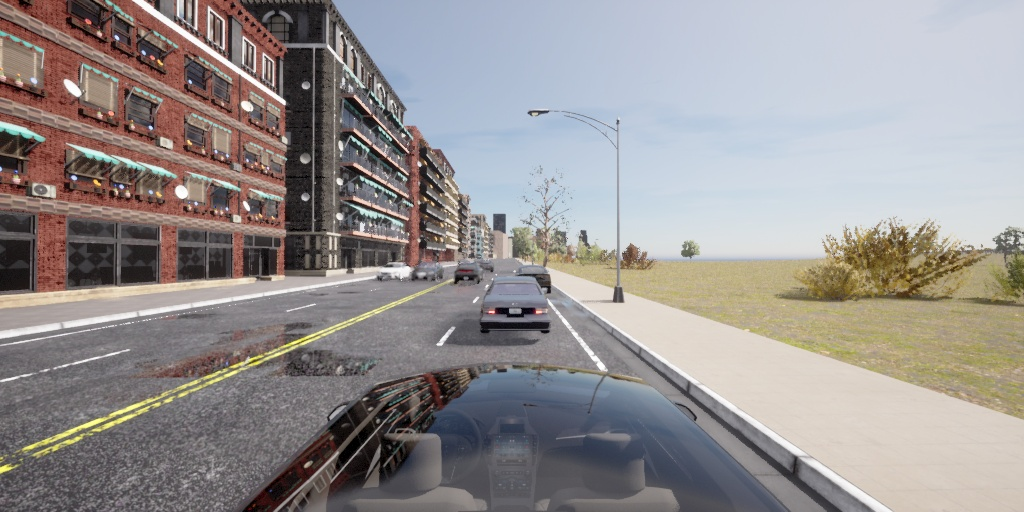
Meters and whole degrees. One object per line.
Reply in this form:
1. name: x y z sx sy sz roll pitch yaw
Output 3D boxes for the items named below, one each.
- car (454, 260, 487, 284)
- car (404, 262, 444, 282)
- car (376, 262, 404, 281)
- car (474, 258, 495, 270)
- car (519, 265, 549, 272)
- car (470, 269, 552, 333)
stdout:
1. car: -3.184 1.258 27.216 1.837 1.490 4.892 0 0 0
2. car: -6.636 1.243 28.576 2.128 1.511 4.902 0 0 0
3. car: -9.874 1.278 30.346 1.812 1.442 4.674 0 0 0
4. car: -3.211 1.242 44.915 2.128 1.511 4.902 0 0 0
5. car: 1.112 1.230 20.430 1.882 1.535 5.008 0 0 0
6. car: 0.091 1.299 10.667 2.033 1.411 5.357 0 0 0
